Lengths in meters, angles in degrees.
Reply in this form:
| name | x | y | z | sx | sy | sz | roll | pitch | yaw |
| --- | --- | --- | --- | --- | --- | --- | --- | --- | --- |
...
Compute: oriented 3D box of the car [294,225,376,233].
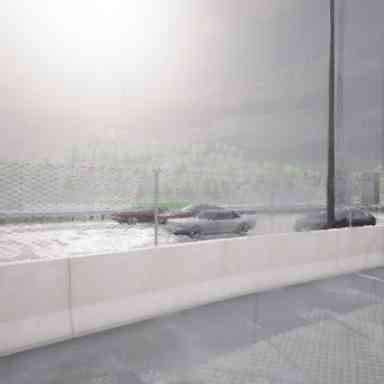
| name | x | y | z | sx | sy | sz | roll | pitch | yaw |
| --- | --- | --- | --- | --- | --- | --- | --- | --- | --- |
| car | 7.301 | 1.522 | 16.830 | 4.892 | 1.490 | 1.837 | 0 | 0 | -30 |
